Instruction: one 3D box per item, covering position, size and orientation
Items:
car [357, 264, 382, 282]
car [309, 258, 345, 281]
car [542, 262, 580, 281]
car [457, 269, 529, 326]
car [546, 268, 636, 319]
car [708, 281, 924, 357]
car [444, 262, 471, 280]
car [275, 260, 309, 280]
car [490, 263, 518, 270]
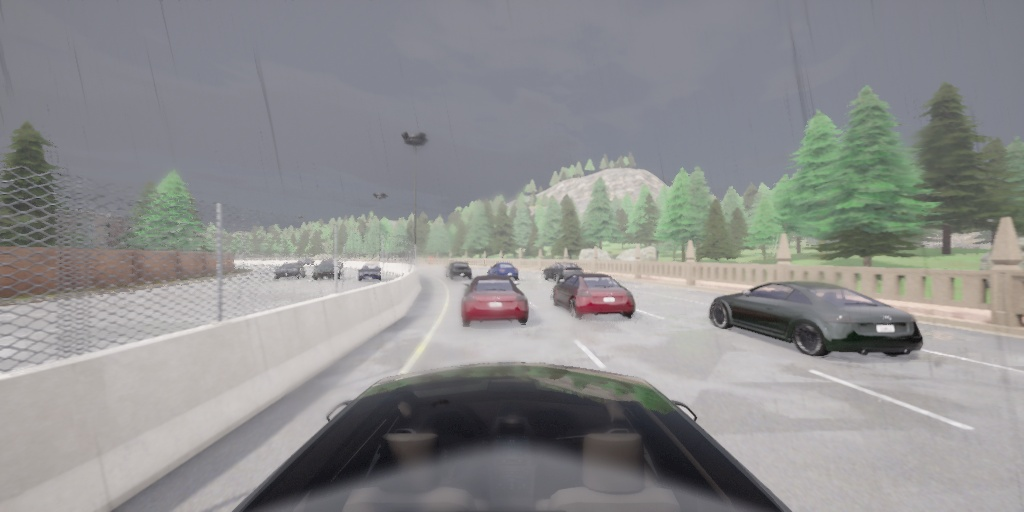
[{"bbox_3d":[-11.751,1.345,30.099,2.033,1.411,5.357,0,0,-18],"label":"car"},{"bbox_3d":[-15.966,1.167,31.412,2.097,1.767,4.553,0,0,-20],"label":"car"},{"bbox_3d":[3.762,1.228,26.999,2.128,1.511,4.902,0,0,-14],"label":"car"},{"bbox_3d":[-0.651,1.317,11.859,1.994,1.385,4.181,0,0,-6],"label":"car"},{"bbox_3d":[2.746,1.303,12.919,1.994,1.385,4.181,0,0,-6],"label":"car"},{"bbox_3d":[6.663,1.288,8.516,1.994,1.385,4.181,0,0,-4],"label":"car"},{"bbox_3d":[-4.748,1.275,31.524,1.837,1.490,4.892,0,0,-17],"label":"car"},{"bbox_3d":[-20.217,1.337,32.886,1.837,1.490,4.892,0,0,-22],"label":"car"},{"bbox_3d":[-0.772,1.280,30.451,1.812,1.442,4.674,0,0,-16],"label":"car"}]
